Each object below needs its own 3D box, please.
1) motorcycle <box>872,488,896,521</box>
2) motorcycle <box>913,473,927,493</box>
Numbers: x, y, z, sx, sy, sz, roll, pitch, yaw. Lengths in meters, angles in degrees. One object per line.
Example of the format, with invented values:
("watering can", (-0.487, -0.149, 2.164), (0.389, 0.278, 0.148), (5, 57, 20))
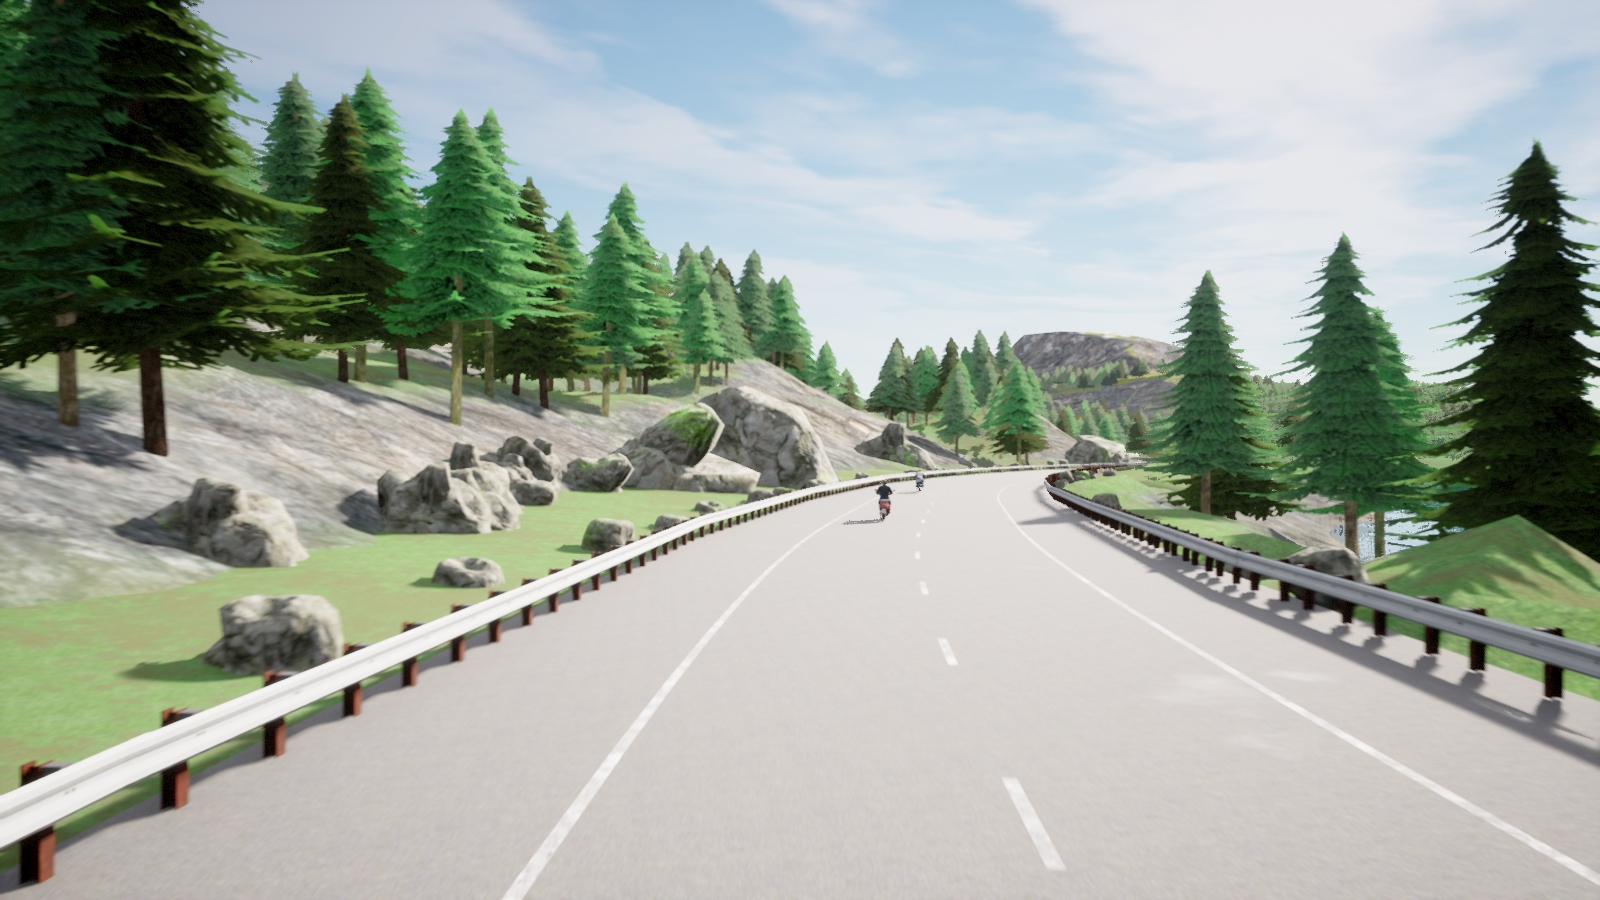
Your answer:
("motorcycle", (3.410, 2.183, 46.040), (0.856, 1.236, 1.805), (0, 0, 8))
("motorcycle", (7.982, 2.179, 75.934), (0.803, 1.217, 2.033), (0, 0, 11))
